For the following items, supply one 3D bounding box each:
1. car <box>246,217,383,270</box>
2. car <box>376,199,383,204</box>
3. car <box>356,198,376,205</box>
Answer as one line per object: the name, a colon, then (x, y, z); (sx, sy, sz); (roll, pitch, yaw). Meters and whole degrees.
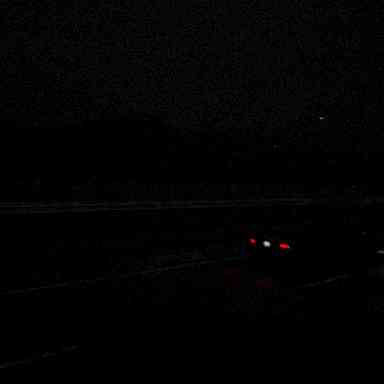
car: (4.230, 1.551, 11.033); (5.357, 1.411, 2.033); (0, 0, -35)
car: (26.933, 1.305, 43.467); (5.566, 2.045, 2.150); (1, 0, -33)
car: (24.655, 1.602, 46.160); (4.674, 1.442, 1.812); (1, 0, -33)
